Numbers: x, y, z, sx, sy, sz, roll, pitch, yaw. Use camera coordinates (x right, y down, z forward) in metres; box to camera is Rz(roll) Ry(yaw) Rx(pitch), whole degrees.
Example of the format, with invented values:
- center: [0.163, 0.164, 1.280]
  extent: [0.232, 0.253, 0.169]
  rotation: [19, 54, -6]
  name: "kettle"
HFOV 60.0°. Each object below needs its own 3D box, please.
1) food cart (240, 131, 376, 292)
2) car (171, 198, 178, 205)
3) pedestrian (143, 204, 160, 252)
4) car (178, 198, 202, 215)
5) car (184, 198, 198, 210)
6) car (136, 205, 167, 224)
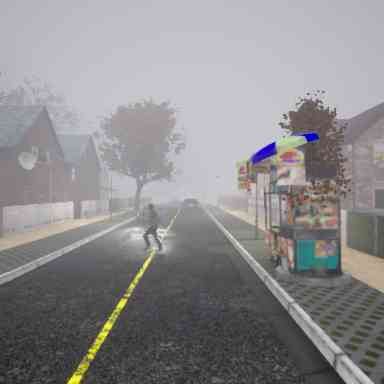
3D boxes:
- center: [2.932, 0.472, 9.766]
  extent: [2.280, 3.560, 4.660]
  rotation: [-1, -1, 0]
  name: "food cart"
- center: [-3.107, 1.826, 66.050]
  extent: [2.033, 1.411, 5.357]
  rotation: [0, 0, 0]
  name: "car"
- center: [-1.526, 1.305, 12.489]
  extent: [0.375, 1.860, 0.375]
  rotation: [1, -1, -1]
  name: "pedestrian"
- center: [-0.087, 1.425, 35.006]
  extent: [2.097, 1.767, 4.553]
  rotation: [0, 0, 0]
  name: "car"
- center: [-0.153, 1.634, 45.751]
  extent: [1.837, 1.490, 4.892]
  rotation: [0, 0, 0]
  name: "car"
- center: [-2.981, 1.639, 24.959]
  extent: [1.895, 1.301, 4.718]
  rotation: [0, 0, 0]
  name: "car"
